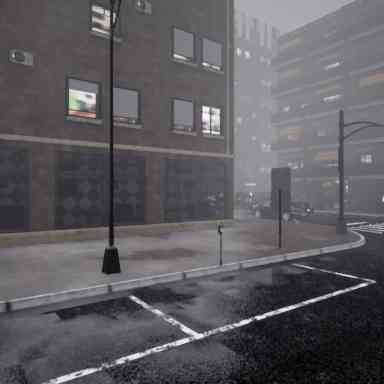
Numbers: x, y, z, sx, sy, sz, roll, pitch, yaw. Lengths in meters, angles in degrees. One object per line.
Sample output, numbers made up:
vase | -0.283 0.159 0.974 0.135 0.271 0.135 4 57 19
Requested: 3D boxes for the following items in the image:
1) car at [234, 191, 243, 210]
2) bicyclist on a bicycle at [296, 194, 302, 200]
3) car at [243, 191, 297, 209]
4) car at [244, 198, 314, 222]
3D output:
car | 4.135 0.858 36.930 2.150 2.045 5.566 0 1 -36
bicyclist on a bicycle | 11.522 1.011 36.196 1.656 1.620 0.582 0 1 -36
car | 7.170 0.988 27.322 2.150 2.045 5.566 0 1 -36
car | 6.262 1.342 24.181 2.008 1.369 4.403 1 0 -36
